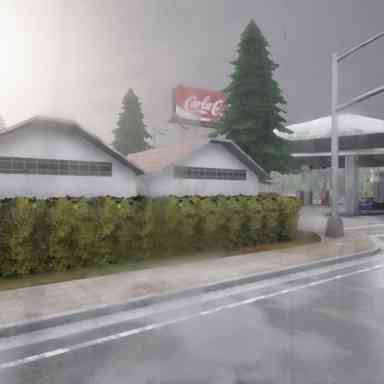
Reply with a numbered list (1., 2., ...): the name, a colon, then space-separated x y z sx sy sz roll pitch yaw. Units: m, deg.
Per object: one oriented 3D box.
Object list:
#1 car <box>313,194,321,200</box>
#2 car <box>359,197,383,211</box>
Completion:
1. car: 32.903 1.330 89.496 2.152 1.636 5.027 0 0 -36
2. car: 21.818 1.480 40.006 4.611 1.667 2.242 0 0 -36
